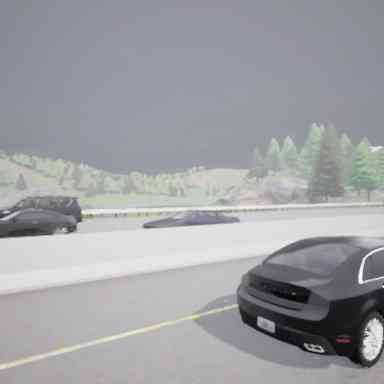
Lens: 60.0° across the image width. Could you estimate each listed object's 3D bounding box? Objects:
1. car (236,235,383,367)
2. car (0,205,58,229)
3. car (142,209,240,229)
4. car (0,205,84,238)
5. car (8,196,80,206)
[{"bbox_3d":[2.962,1.536,5.859,4.892,1.490,1.837,0,0,-35],"label":"car"},{"bbox_3d":[-11.228,1.581,21.767,4.181,1.385,1.994,0,0,-35],"label":"car"},{"bbox_3d":[0.129,1.601,16.947,5.357,1.411,2.033,0,0,-35],"label":"car"},{"bbox_3d":[-7.802,1.539,15.604,4.674,1.442,1.812,0,0,-36],"label":"car"},{"bbox_3d":[-9.097,1.240,18.992,5.566,2.045,2.150,0,0,-35],"label":"car"}]
